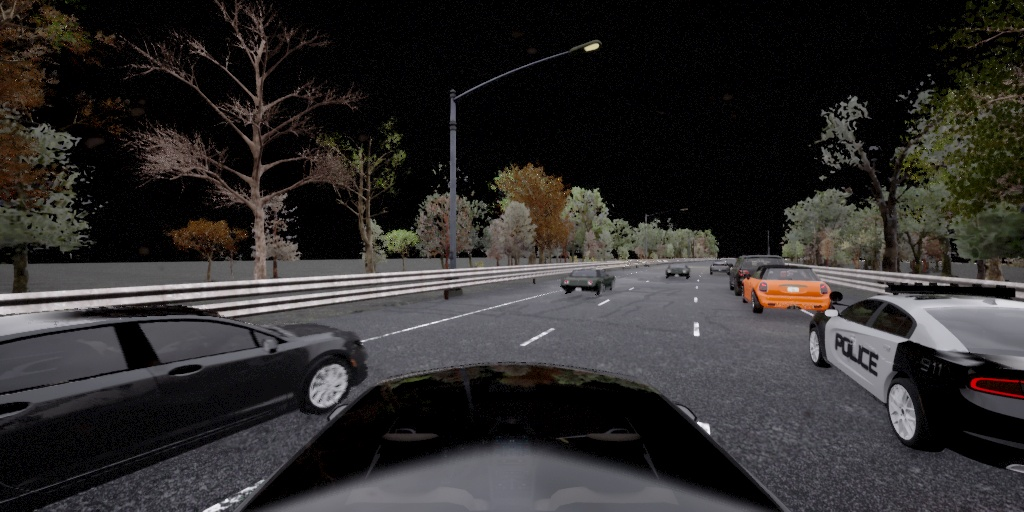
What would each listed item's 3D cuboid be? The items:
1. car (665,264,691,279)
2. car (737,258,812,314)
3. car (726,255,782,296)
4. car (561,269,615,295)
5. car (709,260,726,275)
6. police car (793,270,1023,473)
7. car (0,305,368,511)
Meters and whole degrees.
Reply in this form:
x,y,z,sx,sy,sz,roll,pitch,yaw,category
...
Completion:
x,y,z,sx,sy,sz,roll,pitch,yaw,category
15.261,1.361,32.789,1.895,1.301,4.718,0,0,29,car
10.035,1.102,13.446,2.097,1.767,4.553,0,0,27,car
12.789,0.978,18.759,2.150,2.045,5.566,0,0,28,car
4.313,1.352,19.658,1.895,1.301,4.718,0,0,27,car
22.543,1.260,38.885,2.128,1.511,4.902,0,0,30,car
5.644,1.175,4.758,1.930,1.638,5.238,0,0,26,police car
-3.769,1.256,3.601,1.837,1.490,4.892,0,0,26,car
